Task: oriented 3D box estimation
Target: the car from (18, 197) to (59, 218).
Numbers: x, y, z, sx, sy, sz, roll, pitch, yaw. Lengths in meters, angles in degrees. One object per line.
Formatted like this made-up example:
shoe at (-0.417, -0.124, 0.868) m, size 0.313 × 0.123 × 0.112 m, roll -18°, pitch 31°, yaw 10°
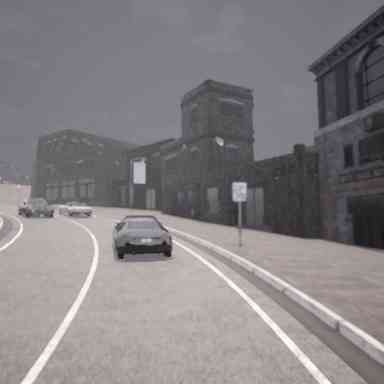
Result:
car at (-13.349, 1.267, 28.446) m, size 2.097 × 1.767 × 4.553 m, roll 3°, pitch -1°, yaw -37°

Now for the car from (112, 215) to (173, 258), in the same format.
car at (-2.055, 1.597, 13.079) m, size 1.994 × 1.385 × 4.181 m, roll 1°, pitch 0°, yaw -15°

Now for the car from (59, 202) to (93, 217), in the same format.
car at (-10.959, 1.583, 30.965) m, size 1.895 × 1.301 × 4.718 m, roll 3°, pitch -1°, yaw -37°
